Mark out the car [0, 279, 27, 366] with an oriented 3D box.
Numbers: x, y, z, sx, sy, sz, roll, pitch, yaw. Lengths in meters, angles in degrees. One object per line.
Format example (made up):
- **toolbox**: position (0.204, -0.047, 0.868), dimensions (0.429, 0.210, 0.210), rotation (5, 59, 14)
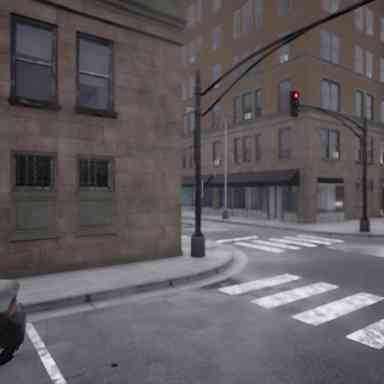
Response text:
- **car**: position (-4.089, 1.550, 3.272), dimensions (4.403, 1.369, 2.008), rotation (0, 0, -36)
